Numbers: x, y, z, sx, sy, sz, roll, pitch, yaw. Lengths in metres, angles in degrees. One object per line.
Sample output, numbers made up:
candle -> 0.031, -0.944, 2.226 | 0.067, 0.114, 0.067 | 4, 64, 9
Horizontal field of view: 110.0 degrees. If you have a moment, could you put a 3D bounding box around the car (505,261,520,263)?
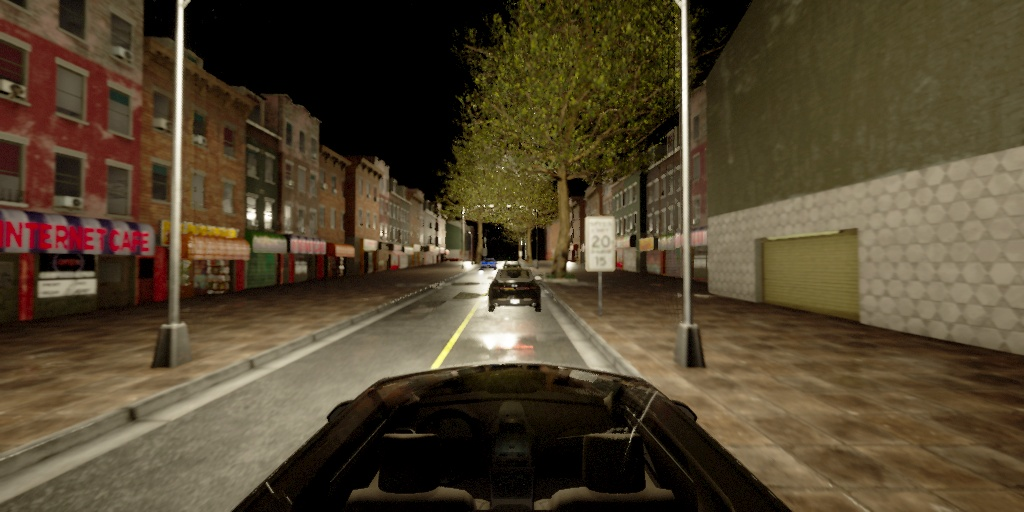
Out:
car -> 0.025, 1.126, 36.564 | 1.895, 1.301, 4.718 | 0, 0, 1

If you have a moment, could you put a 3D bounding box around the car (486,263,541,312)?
car -> 0.094, 1.203, 14.032 | 1.837, 1.490, 4.892 | 0, 0, 0

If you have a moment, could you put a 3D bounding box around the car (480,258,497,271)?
car -> -2.773, 1.021, 43.423 | 1.812, 1.442, 4.674 | 0, 0, 0
